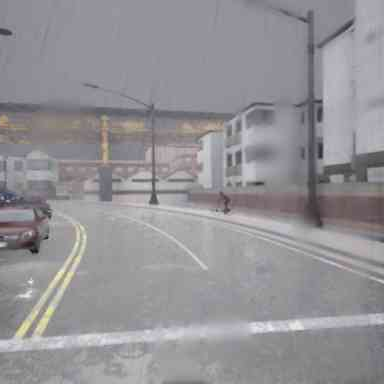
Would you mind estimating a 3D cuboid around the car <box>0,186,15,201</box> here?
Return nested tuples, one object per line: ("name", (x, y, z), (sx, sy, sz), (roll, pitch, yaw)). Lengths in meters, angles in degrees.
("car", (-18.163, 0.440, 31.122), (5.566, 2.045, 2.150), (0, 1, 42))

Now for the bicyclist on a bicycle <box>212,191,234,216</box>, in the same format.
("bicyclist on a bicycle", (2.048, 0.754, 21.970), (1.656, 1.620, 0.582), (-1, 1, -24))

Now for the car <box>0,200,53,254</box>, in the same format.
("car", (-6.232, 1.225, 11.877), (1.812, 1.442, 4.674), (-1, 1, -18))

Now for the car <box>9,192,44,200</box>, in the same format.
("car", (-10.389, 0.993, 21.591), (2.033, 1.411, 5.357), (-1, 2, -31))
